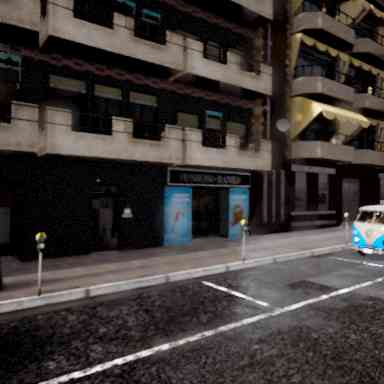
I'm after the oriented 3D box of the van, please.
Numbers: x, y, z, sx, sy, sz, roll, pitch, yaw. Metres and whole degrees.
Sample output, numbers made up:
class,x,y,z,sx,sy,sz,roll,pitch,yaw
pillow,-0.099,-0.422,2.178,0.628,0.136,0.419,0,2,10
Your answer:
class,x,y,z,sx,sy,sz,roll,pitch,yaw
van,7.281,1.350,11.735,3.998,1.788,1.690,0,1,-35
